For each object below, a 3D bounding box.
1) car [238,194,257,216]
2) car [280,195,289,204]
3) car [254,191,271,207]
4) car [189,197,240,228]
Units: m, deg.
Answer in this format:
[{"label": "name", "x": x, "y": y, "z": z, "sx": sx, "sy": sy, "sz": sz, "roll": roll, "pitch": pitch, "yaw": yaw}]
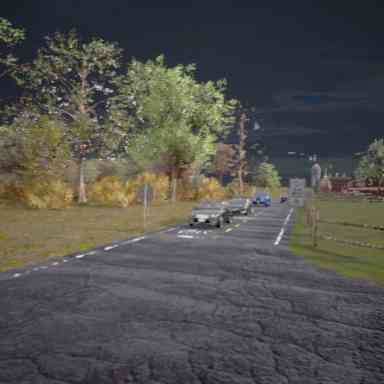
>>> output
[{"label": "car", "x": 4.387, "y": 1.251, "z": 30.022, "sx": 1.837, "sy": 1.490, "sz": 4.892, "roll": 2, "pitch": 1, "yaw": 18}, {"label": "car", "x": 16.581, "y": 1.275, "z": 58.239, "sx": 1.837, "sy": 1.490, "sz": 4.892, "roll": 2, "pitch": 1, "yaw": 18}, {"label": "car", "x": 9.486, "y": 0.928, "z": 45.542, "sx": 2.150, "sy": 2.045, "sz": 5.566, "roll": 2, "pitch": 1, "yaw": 19}, {"label": "car", "x": 1.274, "y": 1.263, "z": 20.449, "sx": 2.128, "sy": 1.511, "sz": 4.902, "roll": 2, "pitch": 1, "yaw": 18}]
